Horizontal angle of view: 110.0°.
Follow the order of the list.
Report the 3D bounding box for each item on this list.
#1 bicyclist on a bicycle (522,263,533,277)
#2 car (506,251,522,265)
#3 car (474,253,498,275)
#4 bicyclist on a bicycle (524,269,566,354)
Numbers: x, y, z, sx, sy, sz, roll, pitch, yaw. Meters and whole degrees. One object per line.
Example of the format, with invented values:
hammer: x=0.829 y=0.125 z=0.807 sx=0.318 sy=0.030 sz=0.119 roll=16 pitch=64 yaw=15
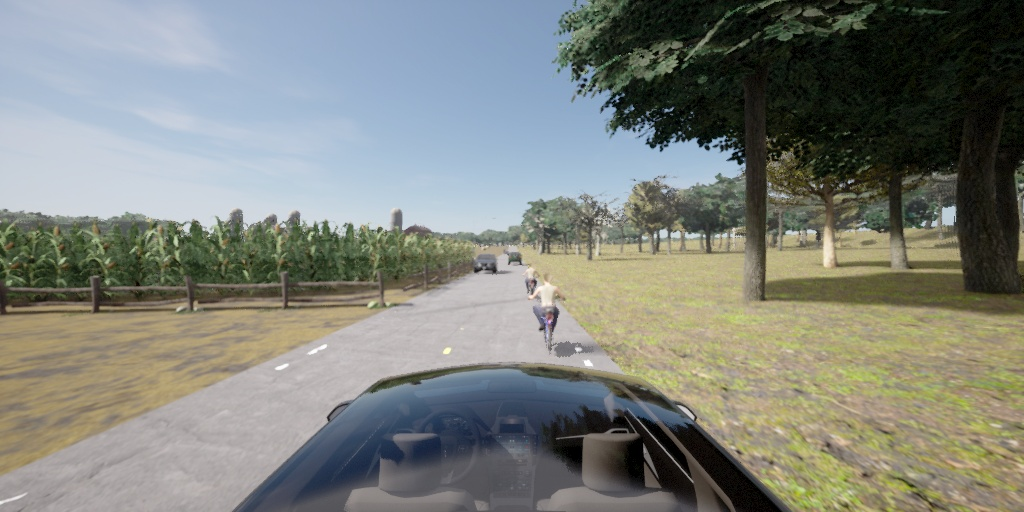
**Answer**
bicyclist on a bicycle: x=0.878 y=1.135 z=16.453 sx=0.866 sy=1.612 sz=1.509 roll=0 pitch=0 yaw=0
car: x=0.480 y=0.343 z=58.902 sx=2.150 sy=2.045 sz=5.566 roll=0 pitch=0 yaw=0
car: x=-2.618 y=0.764 z=36.828 sx=2.150 sy=2.045 sz=5.566 roll=0 pitch=1 yaw=0
bicyclist on a bicycle: x=0.757 y=1.165 z=7.720 sx=0.866 sy=1.612 sz=1.509 roll=0 pitch=0 yaw=1
